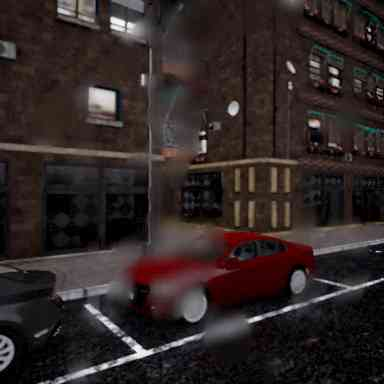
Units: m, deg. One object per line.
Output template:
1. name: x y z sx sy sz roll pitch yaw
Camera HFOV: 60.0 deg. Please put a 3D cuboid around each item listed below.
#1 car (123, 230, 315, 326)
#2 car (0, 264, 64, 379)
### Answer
1. car: 0.758 1.556 7.100 4.507 1.381 1.887 0 0 -36
2. car: -3.830 1.548 3.827 4.403 1.369 2.008 0 0 -36
